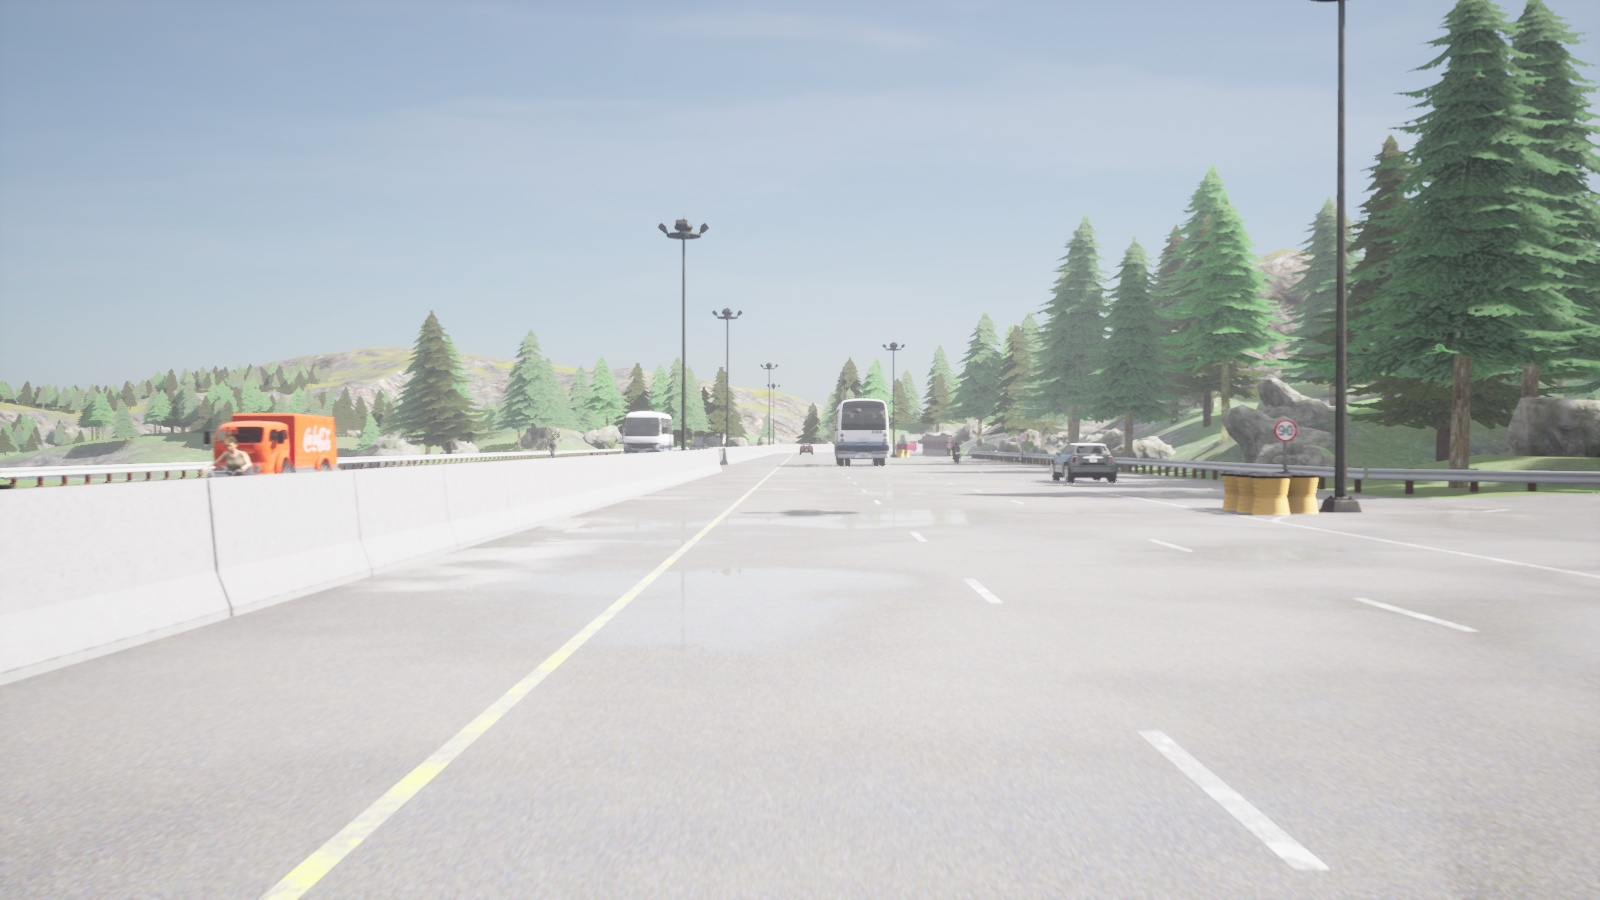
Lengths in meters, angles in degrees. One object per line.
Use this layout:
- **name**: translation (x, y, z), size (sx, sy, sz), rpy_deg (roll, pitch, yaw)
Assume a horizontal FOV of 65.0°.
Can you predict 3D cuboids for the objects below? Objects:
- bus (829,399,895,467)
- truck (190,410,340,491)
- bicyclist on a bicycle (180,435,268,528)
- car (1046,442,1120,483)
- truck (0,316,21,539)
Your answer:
- **bus**: translation (4.001, -1.100, 84.042), size (3.944, 4.253, 10.273), rpy_deg (0, 0, 0)
- **truck**: translation (-17.250, 0.018, 40.834), size (2.627, 2.467, 5.204), rpy_deg (0, 0, 0)
- **bicyclist on a bicycle**: translation (-10.350, 0.547, 22.617), size (0.866, 1.612, 1.509), rpy_deg (0, 0, 1)
- **car**: translation (10.793, 0.449, 48.114), size (1.970, 1.475, 3.806), rpy_deg (0, 0, 0)
- **truck**: translation (-13.890, -0.337, 16.061), size (2.891, 3.462, 7.936), rpy_deg (0, 0, 0)
